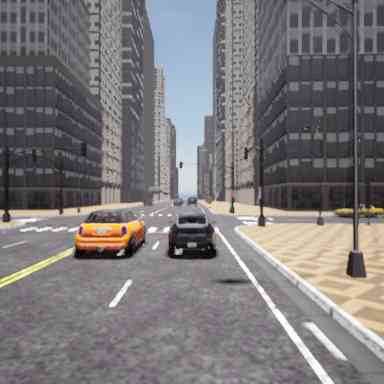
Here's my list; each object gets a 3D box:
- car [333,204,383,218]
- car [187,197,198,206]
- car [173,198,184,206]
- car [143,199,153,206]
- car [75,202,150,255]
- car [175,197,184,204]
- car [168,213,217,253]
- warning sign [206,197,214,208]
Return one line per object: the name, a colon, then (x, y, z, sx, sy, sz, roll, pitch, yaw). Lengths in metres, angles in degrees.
car: (17.108, 1.891, 34.142, 4.829, 1.417, 1.752, 0, -1, 2)
car: (0.044, 2.062, 75.101, 2.150, 2.045, 5.566, 0, -1, 0)
car: (-3.206, 2.384, 75.485, 2.128, 1.511, 4.902, 0, -1, 0)
car: (-9.707, 2.356, 73.598, 1.837, 1.490, 4.892, 0, -1, 0)
car: (-3.238, 1.490, 14.080, 2.097, 1.767, 4.553, 0, -1, 0)
car: (-3.200, 2.229, 86.710, 2.097, 1.767, 4.553, 0, -1, 0)
car: (0.013, 1.650, 14.309, 1.837, 1.490, 4.892, 0, 0, 0)
warning sign: (2.885, 1.715, 54.139, 1.300, 1.860, 1.060, 0, -1, 0)
